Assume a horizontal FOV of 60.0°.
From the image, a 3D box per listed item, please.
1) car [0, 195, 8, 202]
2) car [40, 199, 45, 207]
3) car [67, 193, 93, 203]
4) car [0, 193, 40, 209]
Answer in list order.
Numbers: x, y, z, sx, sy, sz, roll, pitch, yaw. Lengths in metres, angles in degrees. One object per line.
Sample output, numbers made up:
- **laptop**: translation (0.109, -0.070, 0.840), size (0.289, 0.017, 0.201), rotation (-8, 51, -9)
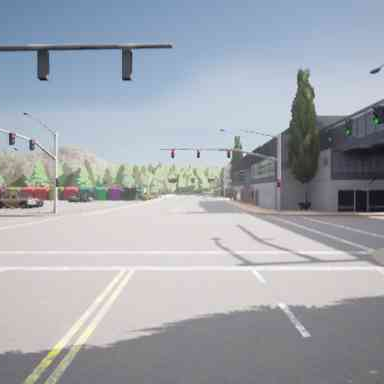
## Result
- **car**: translation (-38.886, 1.324, 65.772), size (3.905, 1.438, 1.784), rotation (0, 0, 0)
- **car**: translation (-21.409, 1.115, 43.260), size (3.866, 1.878, 1.905), rotation (0, 0, 0)
- **car**: translation (-21.432, 1.118, 62.884), size (3.866, 1.878, 1.905), rotation (0, 0, 0)
- **car**: translation (-21.466, 1.112, 40.366), size (4.605, 1.855, 1.932), rotation (0, 0, 0)
